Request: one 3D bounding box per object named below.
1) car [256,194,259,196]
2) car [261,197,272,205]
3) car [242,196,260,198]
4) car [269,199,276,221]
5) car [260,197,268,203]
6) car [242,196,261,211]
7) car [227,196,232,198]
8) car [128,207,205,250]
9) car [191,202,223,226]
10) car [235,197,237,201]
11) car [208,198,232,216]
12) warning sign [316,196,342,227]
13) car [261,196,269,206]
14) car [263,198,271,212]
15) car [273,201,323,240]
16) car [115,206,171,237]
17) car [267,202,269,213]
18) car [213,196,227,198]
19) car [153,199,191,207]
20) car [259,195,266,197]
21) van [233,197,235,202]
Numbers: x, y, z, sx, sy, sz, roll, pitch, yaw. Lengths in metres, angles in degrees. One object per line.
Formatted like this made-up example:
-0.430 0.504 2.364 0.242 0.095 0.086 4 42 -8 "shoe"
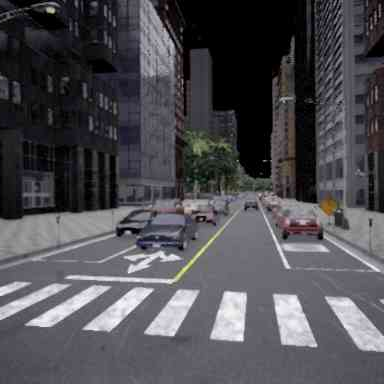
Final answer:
18.588 1.723 86.725 2.192 1.841 5.009 -1 0 11 "car"
14.573 1.729 65.400 1.967 1.590 4.097 -1 0 11 "car"
9.641 1.797 54.109 2.033 1.411 5.357 0 0 11 "car"
6.542 1.515 22.750 1.967 1.590 4.097 -1 0 11 "car"
17.618 1.905 81.560 1.752 1.417 4.829 -1 0 11 "car"
7.870 1.703 44.169 1.837 1.490 4.892 0 0 11 "car"
6.196 1.677 66.990 2.192 1.841 5.009 -1 0 11 "car"
-0.882 1.631 15.030 2.033 1.411 5.357 0 0 10 "car"
0.962 1.693 24.813 1.994 1.385 4.181 0 0 10 "car"
10.215 1.921 88.318 1.967 1.590 4.097 -1 0 11 "car"
2.868 1.681 34.826 1.837 1.490 4.892 0 0 11 "car"
8.486 1.162 20.599 1.300 1.860 1.060 0 0 11 "warning sign"
11.594 1.730 49.572 1.752 1.417 4.829 -1 0 11 "car"
9.555 1.695 38.743 1.887 1.381 4.507 -1 0 11 "car"
5.538 1.490 17.419 1.967 1.590 4.097 -1 0 11 "car"
-2.838 1.689 18.998 1.947 1.339 4.313 -1 0 11 "car"
7.547 1.681 28.080 1.802 1.307 4.206 -1 0 11 "car"
4.188 1.620 56.325 2.192 1.841 5.009 -1 0 11 "car"
-1.837 1.462 24.332 2.192 1.841 5.009 -1 0 11 "car"
13.569 1.700 60.068 1.967 1.590 4.097 -1 0 11 "car"
9.210 1.793 82.986 1.690 1.788 3.998 -1 0 11 "van"
